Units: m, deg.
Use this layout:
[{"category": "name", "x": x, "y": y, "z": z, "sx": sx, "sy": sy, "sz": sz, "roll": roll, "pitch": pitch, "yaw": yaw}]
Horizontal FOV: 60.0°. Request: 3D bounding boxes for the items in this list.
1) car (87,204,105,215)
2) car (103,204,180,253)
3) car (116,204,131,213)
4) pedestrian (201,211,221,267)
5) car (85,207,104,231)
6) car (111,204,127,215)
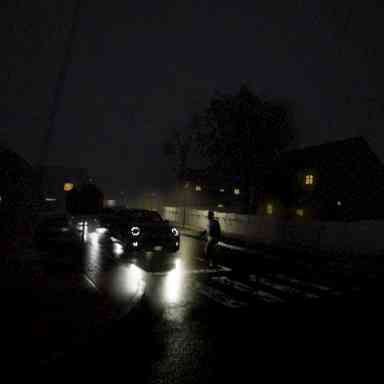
[{"category": "car", "x": -13.207, "y": 2.399, "z": 46.162, "sx": 1.895, "sy": 1.301, "sz": 4.718, "roll": 4, "pitch": -2, "yaw": -11}, {"category": "car", "x": -2.180, "y": 1.522, "z": 14.289, "sx": 2.097, "sy": 1.767, "sz": 4.553, "roll": 4, "pitch": -3, "yaw": -26}, {"category": "car", "x": -12.031, "y": 2.827, "z": 58.728, "sx": 1.994, "sy": 1.385, "sz": 4.181, "roll": 3, "pitch": -2, "yaw": -5}, {"category": "pedestrian", "x": 0.622, "y": 1.474, "z": 10.634, "sx": 0.375, "sy": 1.860, "sz": 0.375, "roll": 5, "pitch": -3, "yaw": -29}, {"category": "car", "x": -5.956, "y": 1.793, "z": 22.491, "sx": 1.837, "sy": 1.490, "sz": 4.892, "roll": 4, "pitch": -2, "yaw": -23}, {"category": "car", "x": -10.644, "y": 2.601, "z": 48.807, "sx": 1.994, "sy": 1.385, "sz": 4.181, "roll": 4, "pitch": -2, "yaw": -10}]
